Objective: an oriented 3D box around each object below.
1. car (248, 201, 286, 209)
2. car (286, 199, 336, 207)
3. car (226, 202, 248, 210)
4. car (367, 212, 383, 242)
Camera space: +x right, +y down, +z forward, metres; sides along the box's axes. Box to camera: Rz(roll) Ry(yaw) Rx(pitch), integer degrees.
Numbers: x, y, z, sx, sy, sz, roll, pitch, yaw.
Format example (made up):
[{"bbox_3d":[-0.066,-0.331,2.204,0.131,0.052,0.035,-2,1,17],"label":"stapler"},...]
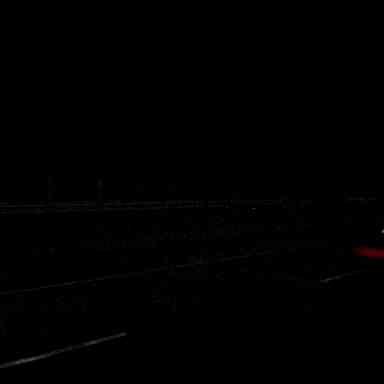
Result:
[{"bbox_3d":[7.786,1.617,31.063,4.718,1.301,1.895,0,0,-36],"label":"car"},{"bbox_3d":[10.718,1.370,28.854,4.553,1.767,2.097,0,0,-36],"label":"car"},{"bbox_3d":[5.748,1.617,33.908,4.718,1.301,1.895,0,0,-36],"label":"car"},{"bbox_3d":[9.961,1.481,15.165,5.008,1.535,1.882,0,0,-36],"label":"car"}]
